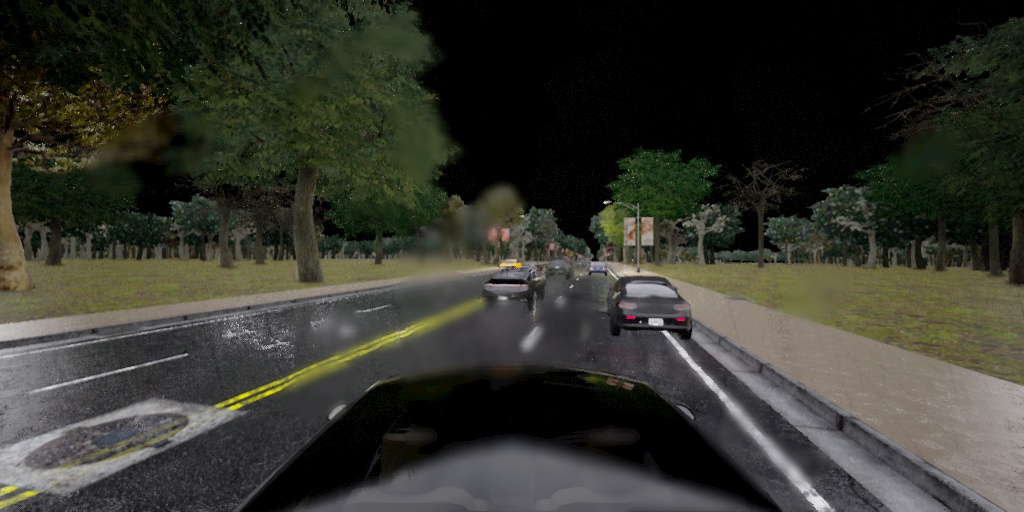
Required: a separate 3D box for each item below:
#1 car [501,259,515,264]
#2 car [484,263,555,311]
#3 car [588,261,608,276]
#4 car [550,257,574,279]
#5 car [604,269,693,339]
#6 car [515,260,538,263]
[{"bbox_3d":[-0.137,1.167,42.096,1.882,1.535,5.008,0,0,13],"label":"car"},{"bbox_3d":[0.291,1.216,14.496,2.128,1.511,4.902,0,0,13],"label":"car"},{"bbox_3d":[8.773,1.250,36.610,2.033,1.411,5.357,0,0,13],"label":"car"},{"bbox_3d":[4.303,1.052,31.657,2.097,1.767,4.553,0,0,13],"label":"car"},{"bbox_3d":[3.649,1.263,10.031,1.812,1.442,4.674,0,0,13],"label":"car"},{"bbox_3d":[1.985,1.258,36.892,1.994,1.385,4.181,0,0,13],"label":"car"}]
